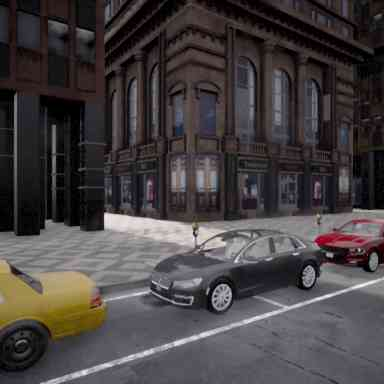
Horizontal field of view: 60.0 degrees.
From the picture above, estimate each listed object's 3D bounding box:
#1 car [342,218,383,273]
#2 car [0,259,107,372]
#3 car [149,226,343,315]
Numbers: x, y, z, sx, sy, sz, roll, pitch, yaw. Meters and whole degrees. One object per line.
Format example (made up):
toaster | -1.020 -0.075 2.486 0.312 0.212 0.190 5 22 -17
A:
car | 5.733 1.546 10.716 4.507 1.381 1.887 0 0 -35
car | -3.564 1.525 4.107 4.829 1.417 1.752 0 0 -35
car | 1.159 1.551 7.464 4.403 1.369 2.008 0 0 -35
